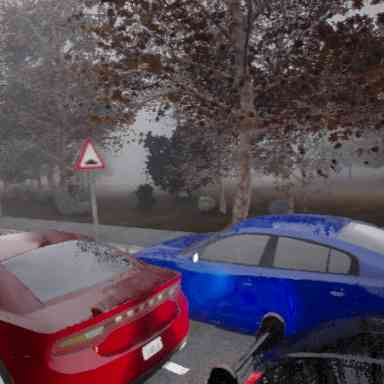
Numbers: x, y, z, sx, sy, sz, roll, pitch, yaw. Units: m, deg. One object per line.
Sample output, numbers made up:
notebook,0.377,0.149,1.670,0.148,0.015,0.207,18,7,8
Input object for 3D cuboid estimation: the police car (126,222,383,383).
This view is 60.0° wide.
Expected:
police car,2.401,1.235,1.083,5.238,1.638,1.930,0,6,36

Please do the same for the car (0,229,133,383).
car,-2.391,1.292,4.510,5.008,1.535,1.882,0,6,36

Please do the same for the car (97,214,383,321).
car,1.129,1.073,4.688,5.008,1.535,1.882,0,6,36
